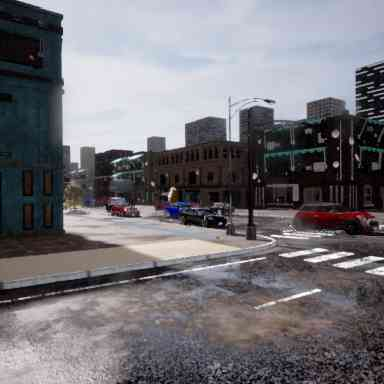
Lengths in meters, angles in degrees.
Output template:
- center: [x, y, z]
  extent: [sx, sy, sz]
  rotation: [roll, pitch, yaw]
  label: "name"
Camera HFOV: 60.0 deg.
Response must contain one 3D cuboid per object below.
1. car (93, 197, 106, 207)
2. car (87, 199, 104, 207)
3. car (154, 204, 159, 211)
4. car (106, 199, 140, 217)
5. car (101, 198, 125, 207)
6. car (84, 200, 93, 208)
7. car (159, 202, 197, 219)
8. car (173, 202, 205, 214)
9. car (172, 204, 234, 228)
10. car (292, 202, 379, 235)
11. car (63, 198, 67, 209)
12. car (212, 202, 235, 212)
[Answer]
- center: [-16.449, 1.940, 63.368]
  extent: [2.192, 1.841, 5.009]
  rotation: [-1, 0, -35]
  label: "car"
- center: [-19.650, 2.228, 67.880]
  extent: [1.887, 1.381, 4.507]
  rotation: [-1, 0, -35]
  label: "car"
- center: [-3.615, 1.966, 45.322]
  extent: [1.802, 1.307, 4.206]
  rotation: [-2, 0, -35]
  label: "car"
- center: [-7.243, 1.846, 35.953]
  extent: [1.967, 1.590, 4.097]
  rotation: [-1, 0, -35]
  label: "car"
- center: [-9.792, 1.961, 44.058]
  extent: [2.128, 1.511, 4.902]
  rotation: [-1, 0, -35]
  label: "car"
- center: [-19.500, 2.194, 63.230]
  extent: [1.812, 1.442, 4.674]
  rotation: [-1, 0, -35]
  label: "car"
- center: [-0.737, 1.771, 31.289]
  extent: [1.882, 1.535, 5.008]
  rotation: [-1, 0, -35]
  label: "car"
- center: [-0.410, 1.904, 40.811]
  extent: [1.802, 1.307, 4.206]
  rotation: [-2, 0, -35]
  label: "car"
- center: [0.700, 1.814, 24.573]
  extent: [1.947, 1.339, 4.313]
  rotation: [-2, 0, -35]
  label: "car"
- center: [8.259, 1.431, 19.401]
  extent: [2.097, 1.767, 4.553]
  rotation: [0, -2, -41]
  label: "car"
- center: [-23.174, 2.233, 58.374]
  extent: [1.752, 1.417, 4.829]
  rotation: [-1, 0, -35]
  label: "car"
- center: [2.796, 1.810, 36.298]
  extent: [2.008, 1.369, 4.403]
  rotation: [-2, 0, -35]
  label: "car"
